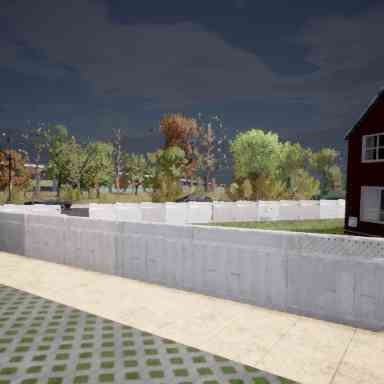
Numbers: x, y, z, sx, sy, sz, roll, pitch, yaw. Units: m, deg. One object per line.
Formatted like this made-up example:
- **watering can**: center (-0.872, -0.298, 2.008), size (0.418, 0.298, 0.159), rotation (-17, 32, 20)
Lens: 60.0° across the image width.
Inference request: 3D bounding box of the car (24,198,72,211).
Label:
- **car**: center (-14.983, 1.260, 34.645), size (4.718, 1.301, 1.895), rotation (0, 2, -18)

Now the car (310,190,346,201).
- **car**: center (19.033, 0.710, 45.908), size (5.566, 2.045, 2.150), rotation (0, 2, -19)

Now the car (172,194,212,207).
- **car**: center (-0.010, 1.052, 39.647), size (4.892, 1.490, 1.837), rotation (-1, 2, -18)
